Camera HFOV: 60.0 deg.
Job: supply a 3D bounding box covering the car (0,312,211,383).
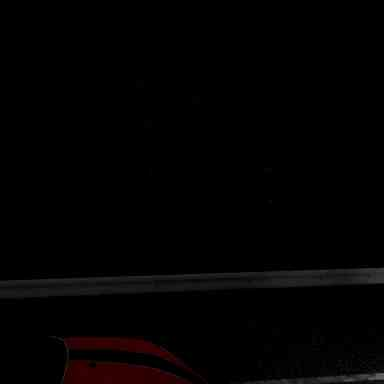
[{"bbox_3d":[-1.874,1.352,1.640,4.553,1.767,2.097,0,0,-6],"label":"car"}]
